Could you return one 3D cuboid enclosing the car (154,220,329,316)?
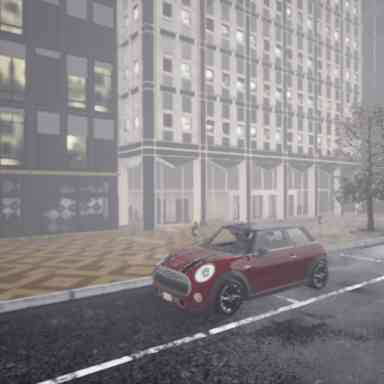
[{"bbox_3d":[1.167,1.430,7.394,4.097,1.590,1.967,0,0,-35],"label":"car"}]
